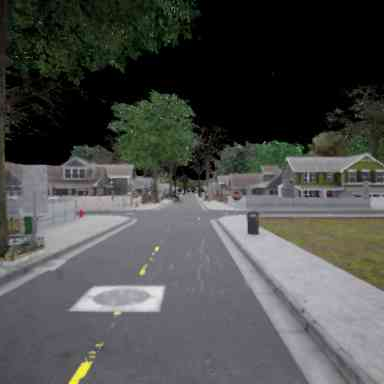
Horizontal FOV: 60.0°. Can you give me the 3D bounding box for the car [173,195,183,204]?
[{"bbox_3d":[-2.743,1.451,64.600,1.837,1.490,4.892,0,1,0],"label":"car"}]
